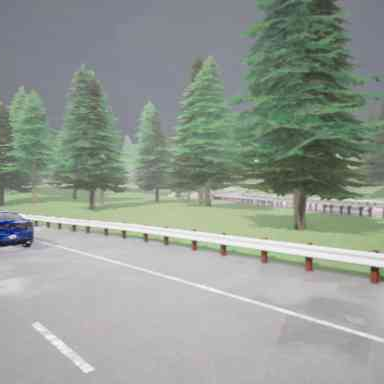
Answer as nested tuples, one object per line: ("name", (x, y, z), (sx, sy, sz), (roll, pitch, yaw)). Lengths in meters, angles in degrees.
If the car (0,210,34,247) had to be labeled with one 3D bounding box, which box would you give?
("car", (-8.379, 1.498, 14.010), (5.008, 1.535, 1.882), (0, 1, 44))
